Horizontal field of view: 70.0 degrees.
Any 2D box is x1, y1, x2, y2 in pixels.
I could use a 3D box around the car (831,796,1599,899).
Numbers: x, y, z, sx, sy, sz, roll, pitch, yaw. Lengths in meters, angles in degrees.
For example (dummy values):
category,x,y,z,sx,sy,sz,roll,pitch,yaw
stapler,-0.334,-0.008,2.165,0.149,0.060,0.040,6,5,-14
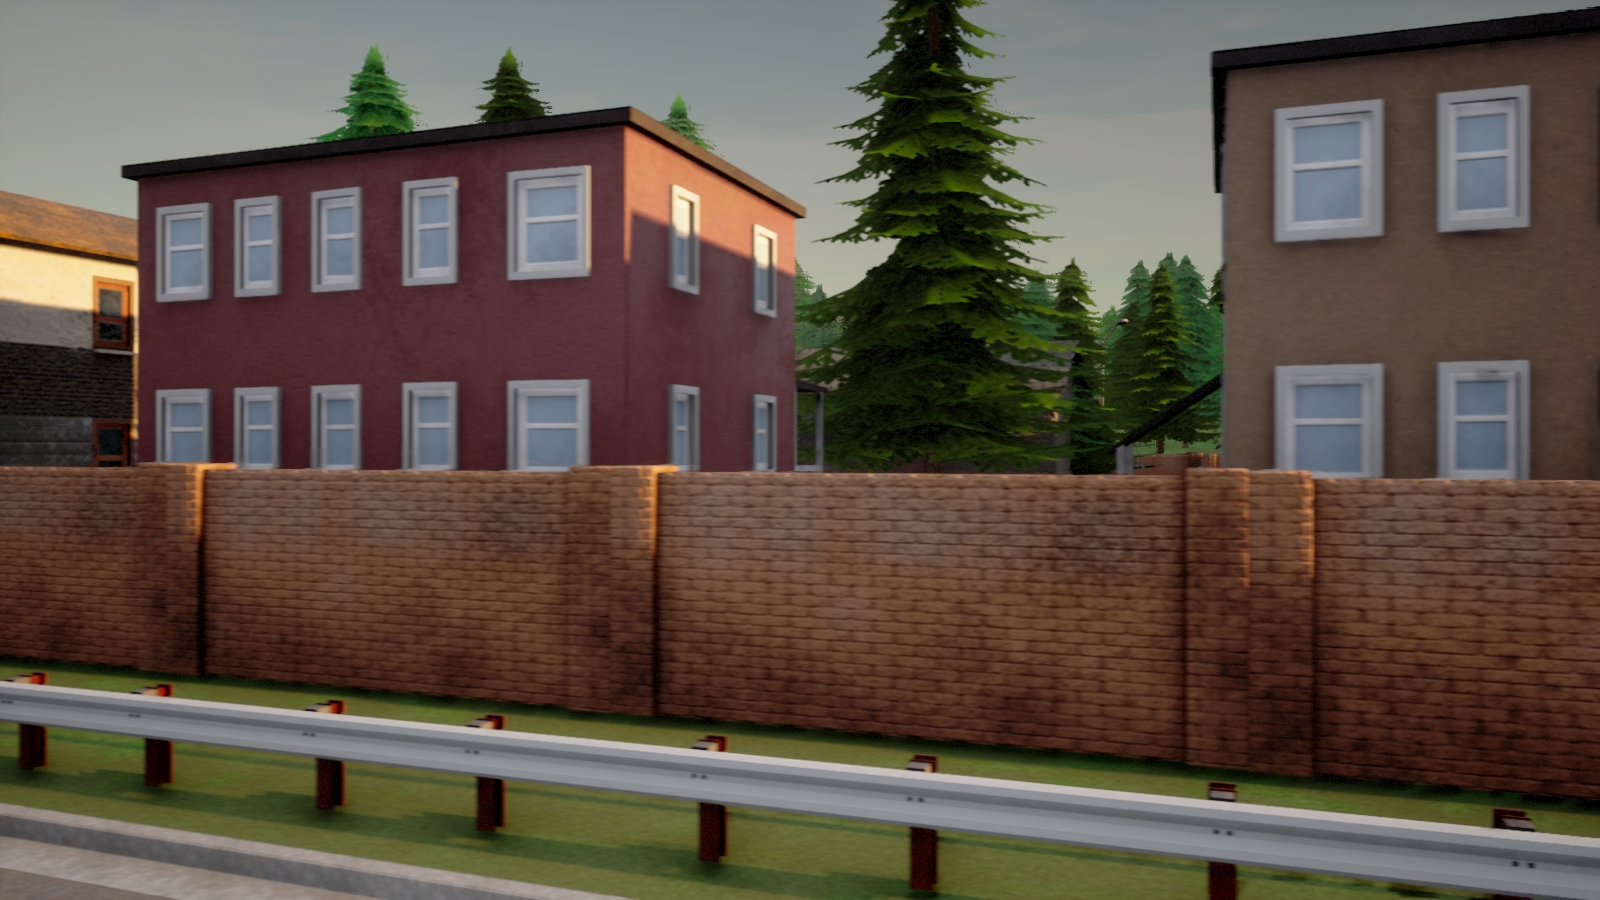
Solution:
category,x,y,z,sx,sy,sz,roll,pitch,yaw
car,2.219,2.040,2.499,4.514,1.525,2.007,0,0,20
